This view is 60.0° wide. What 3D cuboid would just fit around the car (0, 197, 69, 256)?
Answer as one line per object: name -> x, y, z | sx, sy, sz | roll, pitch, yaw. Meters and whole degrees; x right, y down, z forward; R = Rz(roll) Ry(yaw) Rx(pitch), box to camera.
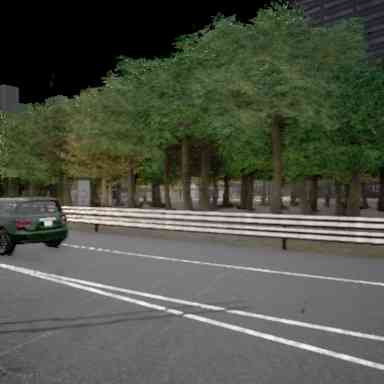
car -> -7.361, 1.229, 13.472 | 5.566, 2.045, 2.150 | 0, 0, 35
